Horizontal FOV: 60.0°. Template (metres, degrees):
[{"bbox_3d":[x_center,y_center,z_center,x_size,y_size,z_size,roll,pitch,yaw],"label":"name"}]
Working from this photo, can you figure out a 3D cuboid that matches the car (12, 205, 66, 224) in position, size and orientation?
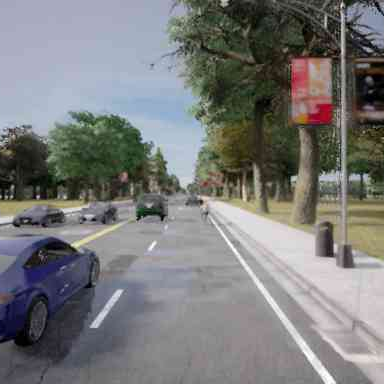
[{"bbox_3d":[-9.853,1.529,21.701,1.994,1.385,4.181,0,0,0],"label":"car"}]

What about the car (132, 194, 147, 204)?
[{"bbox_3d":[-9.789,1.243,62.915,2.097,1.767,4.553,0,0,0],"label":"car"}]

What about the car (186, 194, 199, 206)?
[{"bbox_3d":[0.071,1.253,54.160,2.097,1.767,4.553,0,0,0],"label":"car"}]

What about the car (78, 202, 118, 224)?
[{"bbox_3d":[-6.603,1.452,23.818,2.128,1.511,4.902,0,0,0],"label":"car"}]

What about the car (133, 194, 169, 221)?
[{"bbox_3d":[-3.170,1.176,27.151,2.150,2.045,5.566,0,0,0],"label":"car"}]

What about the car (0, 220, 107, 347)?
[{"bbox_3d":[-3.154,1.516,6.172,1.812,1.442,4.674,0,0,0],"label":"car"}]

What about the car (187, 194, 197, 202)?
[{"bbox_3d":[-0.021,1.234,74.136,2.097,1.767,4.553,0,0,0],"label":"car"}]

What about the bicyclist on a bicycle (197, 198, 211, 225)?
[{"bbox_3d":[0.886,1.400,22.468,0.866,1.612,1.509,0,0,0],"label":"bicyclist on a bicycle"}]

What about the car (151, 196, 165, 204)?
[{"bbox_3d":[-6.527,1.432,64.457,2.033,1.411,5.357,0,0,0],"label":"car"}]
